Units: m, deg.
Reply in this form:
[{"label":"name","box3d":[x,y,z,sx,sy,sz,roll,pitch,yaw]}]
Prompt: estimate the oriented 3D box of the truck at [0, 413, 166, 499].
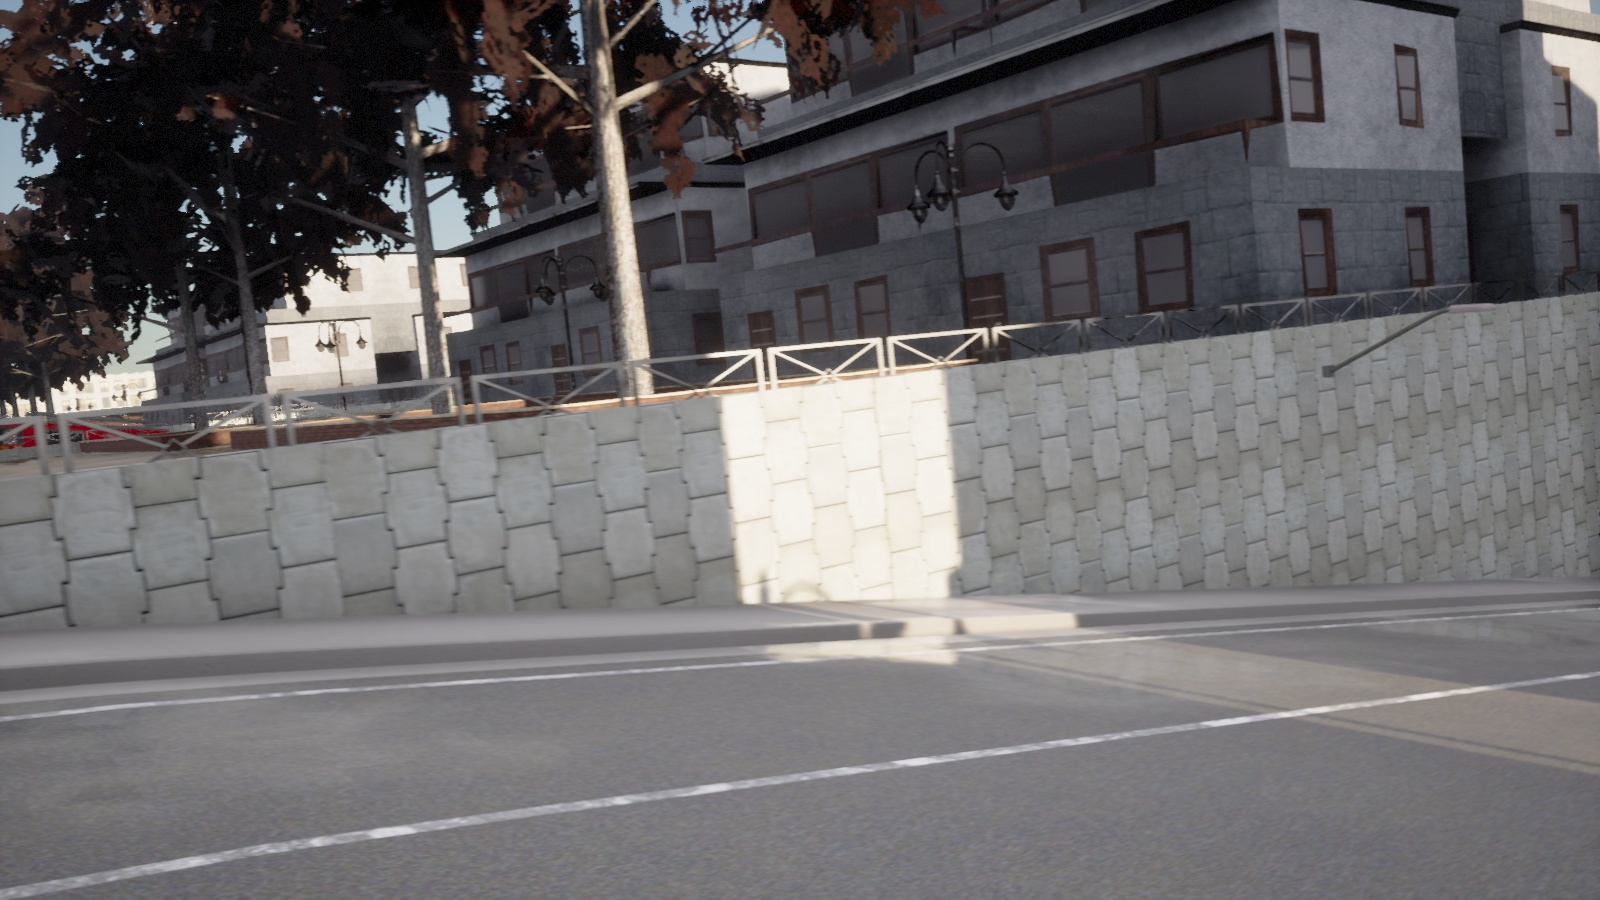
[{"label":"truck","box3d":[-37.049,0.346,63.366,8.468,3.827,2.891,5,-3,-36]}]
